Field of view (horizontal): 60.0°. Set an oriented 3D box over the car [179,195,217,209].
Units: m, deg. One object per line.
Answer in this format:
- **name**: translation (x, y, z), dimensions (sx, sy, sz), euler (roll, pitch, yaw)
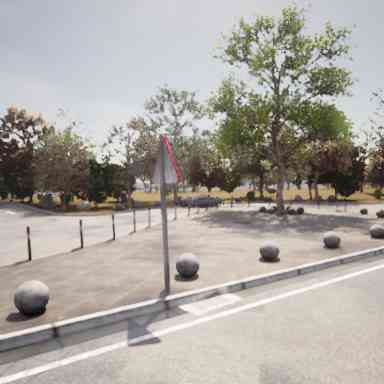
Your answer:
- **car**: translation (0.702, 1.006, 35.809), dimensions (4.181, 1.385, 1.994), euler (-2, 1, -35)
